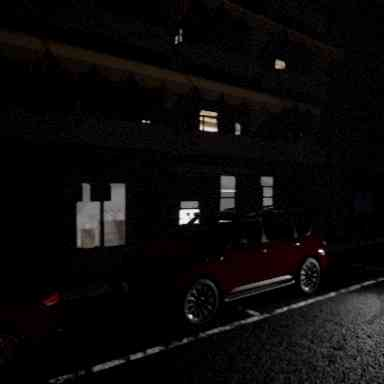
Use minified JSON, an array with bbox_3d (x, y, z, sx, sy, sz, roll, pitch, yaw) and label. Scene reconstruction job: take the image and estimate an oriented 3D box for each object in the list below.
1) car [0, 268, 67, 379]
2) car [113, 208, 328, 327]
[{"bbox_3d":[-3.706,1.583,3.916,4.206,1.307,1.802,0,0,-35],"label":"car"},{"bbox_3d":[0.892,1.312,7.196,5.009,1.841,2.192,0,0,-35],"label":"car"}]
